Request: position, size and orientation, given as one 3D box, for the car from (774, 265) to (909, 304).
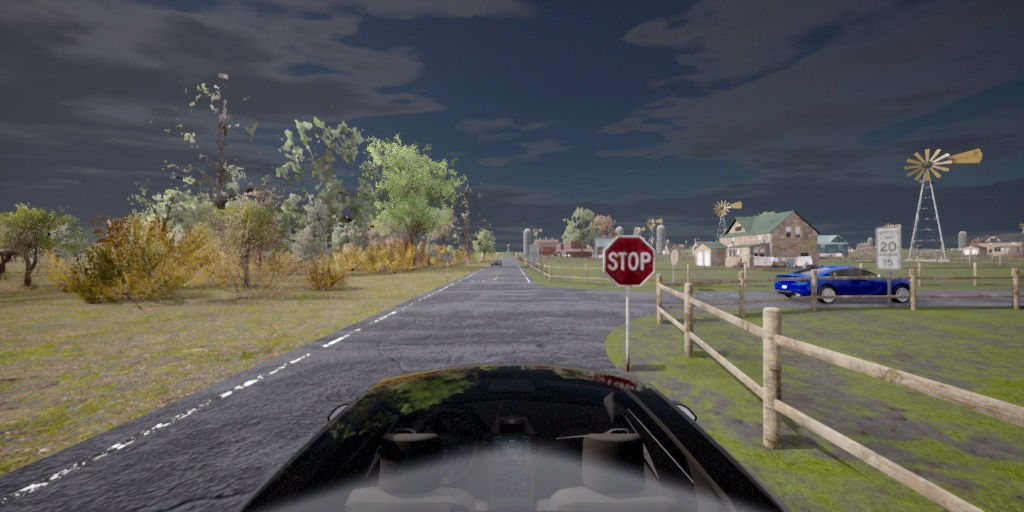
[{"bbox_3d":[14.044,1.148,15.279,5.008,1.535,1.882,0,0,-1],"label":"car"}]
